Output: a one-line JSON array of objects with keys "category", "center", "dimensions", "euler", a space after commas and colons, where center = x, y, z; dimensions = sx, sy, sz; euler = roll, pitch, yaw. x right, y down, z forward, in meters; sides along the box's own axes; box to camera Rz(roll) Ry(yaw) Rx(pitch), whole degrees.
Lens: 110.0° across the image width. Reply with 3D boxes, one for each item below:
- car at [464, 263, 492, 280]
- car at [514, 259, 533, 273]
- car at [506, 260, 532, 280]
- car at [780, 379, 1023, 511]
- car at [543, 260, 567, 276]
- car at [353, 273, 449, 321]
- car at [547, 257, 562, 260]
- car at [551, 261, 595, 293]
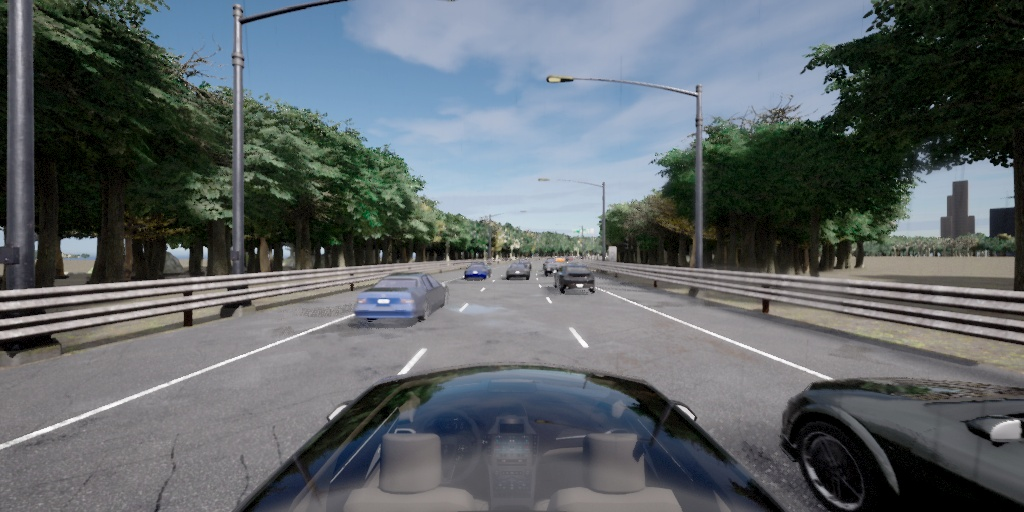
[{"category": "car", "center": [-2.917, 1.299, 31.471], "dimensions": [1.994, 1.385, 4.181], "euler": [0, 0, 3]}, {"category": "car", "center": [1.558, 1.213, 45.198], "dimensions": [2.128, 1.511, 4.902], "euler": [0, 0, 5]}, {"category": "car", "center": [0.588, 1.300, 31.452], "dimensions": [1.994, 1.385, 4.181], "euler": [0, 0, 3]}, {"category": "car", "center": [3.486, 1.314, 1.559], "dimensions": [1.994, 1.385, 4.181], "euler": [0, 0, -1]}, {"category": "car", "center": [4.291, 1.331, 36.915], "dimensions": [1.895, 1.301, 4.718], "euler": [0, 0, 4]}, {"category": "car", "center": [-3.499, 1.294, 12.320], "dimensions": [2.033, 1.411, 5.357], "euler": [0, 0, 0]}, {"category": "car", "center": [5.284, 1.210, 48.853], "dimensions": [2.128, 1.511, 4.902], "euler": [0, 0, 6]}, {"category": "car", "center": [3.538, 1.249, 20.764], "dimensions": [1.837, 1.490, 4.892], "euler": [0, 0, 1]}]
